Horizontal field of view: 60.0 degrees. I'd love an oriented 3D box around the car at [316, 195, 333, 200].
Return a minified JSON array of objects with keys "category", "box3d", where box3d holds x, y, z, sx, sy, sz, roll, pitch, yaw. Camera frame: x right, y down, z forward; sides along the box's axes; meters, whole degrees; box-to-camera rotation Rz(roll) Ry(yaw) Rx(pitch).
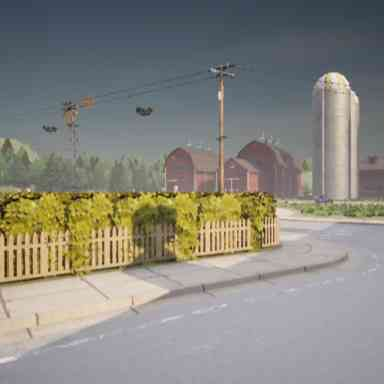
[{"category":"car","box3d":[22.028,1.393,55.323,2.242,1.667,4.611,0,0,34]}]
